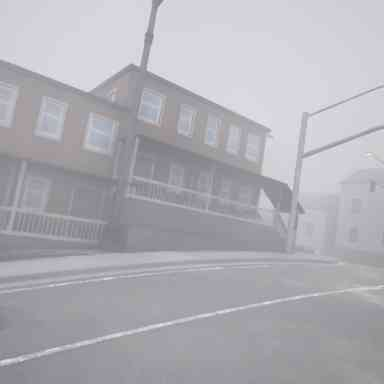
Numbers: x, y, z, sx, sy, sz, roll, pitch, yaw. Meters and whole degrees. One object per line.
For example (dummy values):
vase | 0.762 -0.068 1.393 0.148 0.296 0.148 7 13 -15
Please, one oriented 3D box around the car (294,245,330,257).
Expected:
car | 9.824 5.503 29.204 2.097 1.767 4.553 13 -16 -34
